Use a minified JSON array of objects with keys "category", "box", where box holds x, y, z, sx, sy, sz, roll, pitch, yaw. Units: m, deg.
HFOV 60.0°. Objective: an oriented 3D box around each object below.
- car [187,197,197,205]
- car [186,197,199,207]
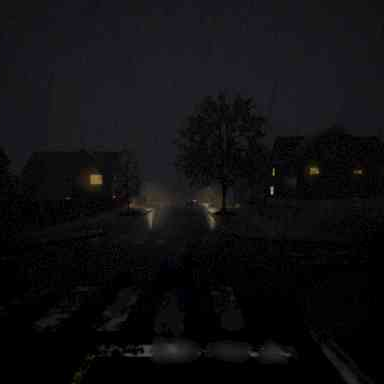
[{"category":"car","box":[-0.037,1.681,64.088,1.895,1.301,4.718,0,0,0]},{"category":"car","box":[0.045,1.533,53.660,2.128,1.511,4.902,0,0,0]}]
